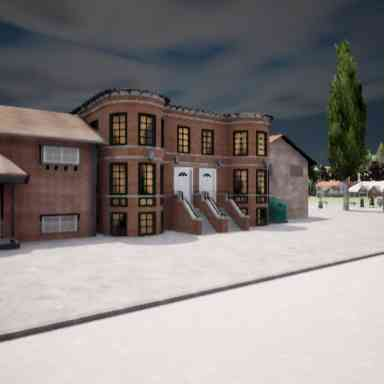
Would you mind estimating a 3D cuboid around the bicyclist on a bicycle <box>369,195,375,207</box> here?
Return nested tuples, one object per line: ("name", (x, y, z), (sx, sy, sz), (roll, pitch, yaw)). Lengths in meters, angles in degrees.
("bicyclist on a bicycle", (25.665, 1.324, 47.497), (1.656, 1.620, 0.582), (0, 0, -36))
